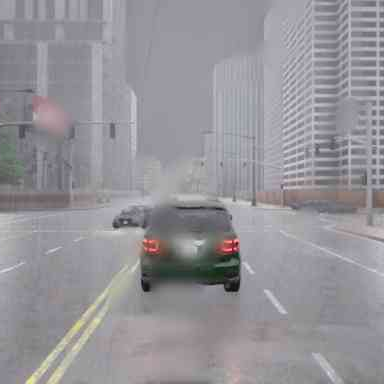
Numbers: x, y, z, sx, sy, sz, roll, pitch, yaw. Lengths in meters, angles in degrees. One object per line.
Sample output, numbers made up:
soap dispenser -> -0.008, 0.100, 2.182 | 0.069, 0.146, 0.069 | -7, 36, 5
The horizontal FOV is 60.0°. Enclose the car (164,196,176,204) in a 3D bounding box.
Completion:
car -> -4.120, 1.525, 62.634 | 1.812, 1.442, 4.674 | 0, 0, 0

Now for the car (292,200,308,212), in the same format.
car -> 13.786, 1.477, 37.354 | 5.008, 1.535, 1.882 | 0, 0, -1

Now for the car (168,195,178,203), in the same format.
car -> -4.159, 1.478, 73.091 | 1.882, 1.535, 5.008 | 0, 0, -1

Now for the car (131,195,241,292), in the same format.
car -> -0.027, 1.221, 9.056 | 2.150, 2.045, 5.566 | 0, 0, 0

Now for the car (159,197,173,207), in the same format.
car -> -4.054, 1.505, 52.414 | 1.837, 1.490, 4.892 | 0, 0, 0

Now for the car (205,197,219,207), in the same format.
car -> 3.070, 1.504, 51.881 | 1.837, 1.490, 4.892 | 0, 0, 0

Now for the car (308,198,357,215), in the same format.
car -> 14.463, 1.564, 33.757 | 4.181, 1.385, 1.994 | 0, 0, -3

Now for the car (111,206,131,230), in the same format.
car -> -3.487, 1.564, 21.026 | 1.994, 1.385, 4.181 | 0, 0, 10
